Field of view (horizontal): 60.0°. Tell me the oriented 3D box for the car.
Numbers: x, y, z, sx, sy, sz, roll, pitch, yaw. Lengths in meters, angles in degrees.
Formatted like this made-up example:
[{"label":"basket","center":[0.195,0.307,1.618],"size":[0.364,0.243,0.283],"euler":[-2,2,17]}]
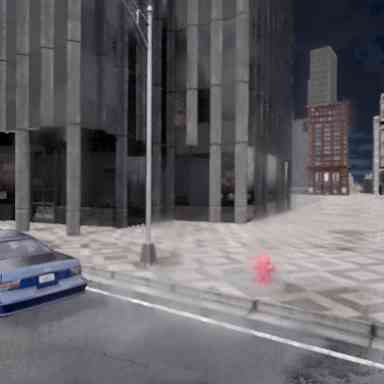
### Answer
[{"label":"car","center":[-4.573,1.545,7.246],"size":[5.357,1.411,2.033],"euler":[0,0,35]}]
